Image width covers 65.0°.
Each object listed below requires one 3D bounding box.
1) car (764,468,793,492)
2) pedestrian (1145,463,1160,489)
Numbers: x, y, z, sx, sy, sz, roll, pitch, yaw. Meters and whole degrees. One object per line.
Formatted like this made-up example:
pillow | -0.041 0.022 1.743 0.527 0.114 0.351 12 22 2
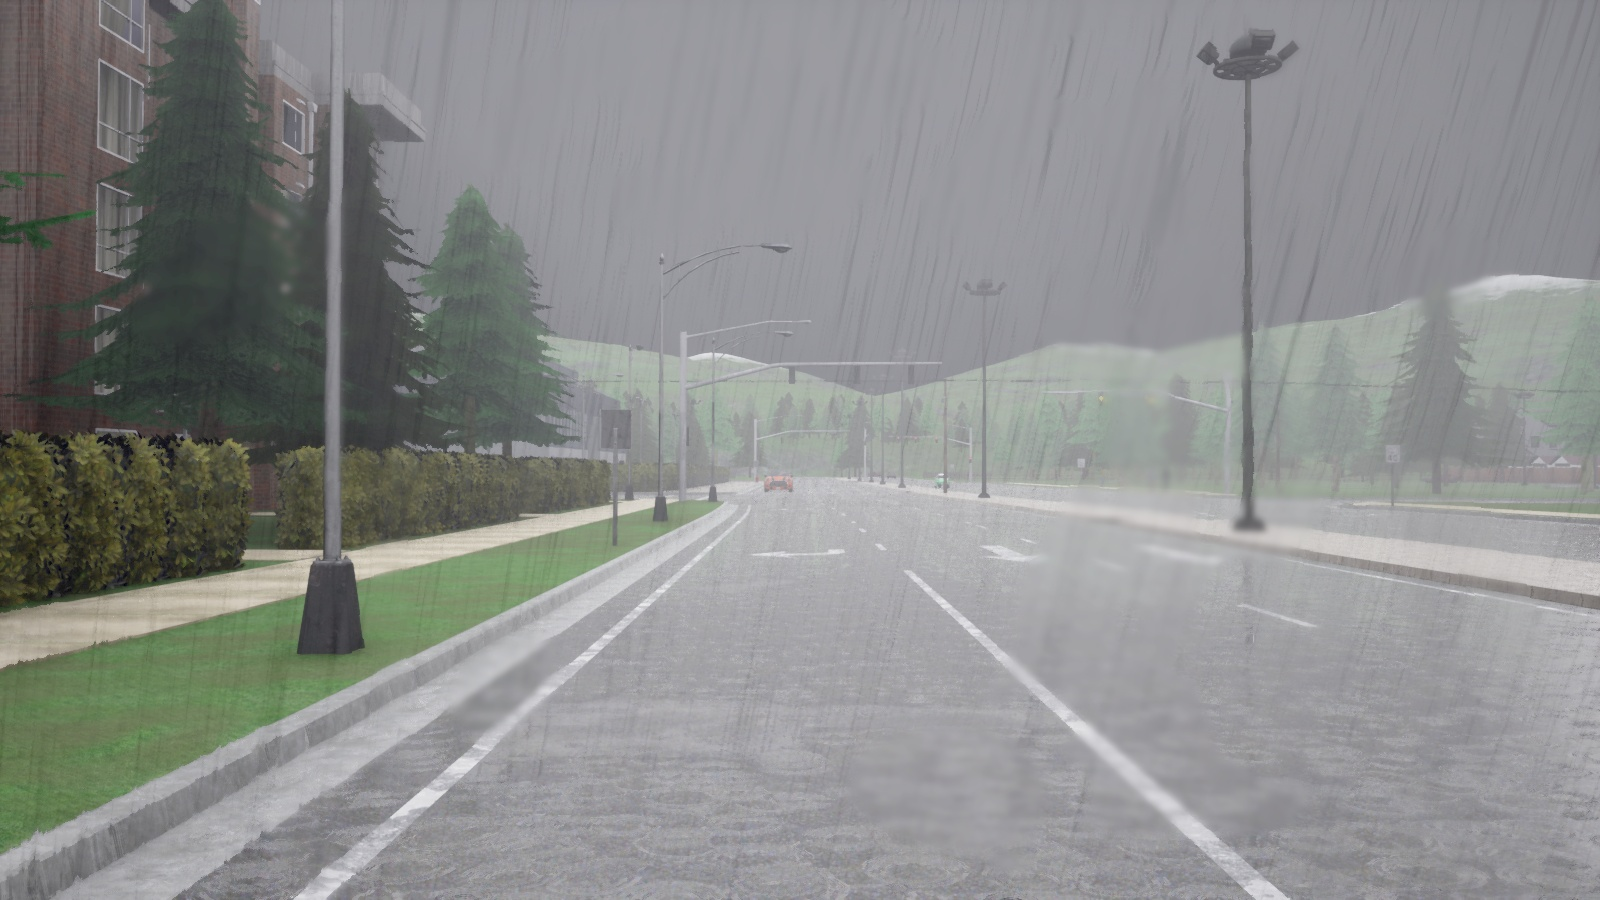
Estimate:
car | -1.571 2.254 94.034 2.097 1.767 4.553 0 -1 0
pedestrian | 25.412 1.868 90.535 0.874 1.855 0.900 0 -1 0
